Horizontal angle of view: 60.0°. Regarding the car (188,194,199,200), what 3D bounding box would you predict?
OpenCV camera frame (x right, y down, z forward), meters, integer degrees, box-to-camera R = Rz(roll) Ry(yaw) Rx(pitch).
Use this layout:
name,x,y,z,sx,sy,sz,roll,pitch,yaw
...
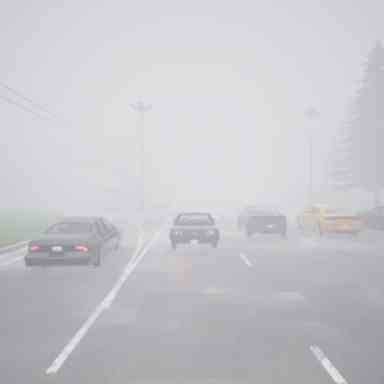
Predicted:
name,x,y,z,sx,sy,sz,roll,pitch,yaw
car,0.032,1.288,80.854,1.994,1.385,4.181,0,0,2

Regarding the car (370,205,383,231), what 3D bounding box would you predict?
name,x,y,z,sx,sy,sz,roll,pitch,yaw
car,10.596,1.420,17.761,1.882,1.535,5.008,0,0,0

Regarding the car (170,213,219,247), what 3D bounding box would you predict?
name,x,y,z,sx,sy,sz,roll,pitch,yaw
car,0.095,1.553,14.623,1.895,1.301,4.718,0,0,0

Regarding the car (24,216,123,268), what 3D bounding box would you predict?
name,x,y,z,sx,sy,sz,roll,pitch,yaw
car,-3.618,1.511,11.134,2.033,1.411,5.357,0,0,-3

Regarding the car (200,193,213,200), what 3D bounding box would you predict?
name,x,y,z,sx,sy,sz,roll,pitch,yaw
car,3.527,1.236,80.555,1.837,1.490,4.892,0,0,2

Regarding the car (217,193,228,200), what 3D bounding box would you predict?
name,x,y,z,sx,sy,sz,roll,pitch,yaw
car,7.015,1.262,79.848,1.812,1.442,4.674,0,0,2

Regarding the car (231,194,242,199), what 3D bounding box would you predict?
name,x,y,z,sx,sy,sz,roll,pitch,yaw
car,11.981,1.201,89.737,2.033,1.411,5.357,0,0,17

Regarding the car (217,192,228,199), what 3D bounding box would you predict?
name,x,y,z,sx,sy,sz,roll,pitch,yaw
car,8.347,0.920,89.728,2.097,1.767,4.553,0,0,17

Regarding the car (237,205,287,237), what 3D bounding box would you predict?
name,x,y,z,sx,sy,sz,roll,pitch,yaw
car,3.596,1.420,17.763,1.882,1.535,5.008,0,0,0

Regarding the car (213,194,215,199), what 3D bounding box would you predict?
name,x,y,z,sx,sy,sz,roll,pitch,yaw
car,4.952,1.036,90.575,1.882,1.535,5.008,0,0,17

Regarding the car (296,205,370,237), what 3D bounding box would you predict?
name,x,y,z,sx,sy,sz,roll,pitch,yaw
car,7.096,1.420,17.768,1.882,1.535,5.008,0,0,0

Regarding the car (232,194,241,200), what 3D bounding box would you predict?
name,x,y,z,sx,sy,sz,roll,pitch,yaw
car,10.509,1.239,79.459,1.837,1.490,4.892,0,0,2
